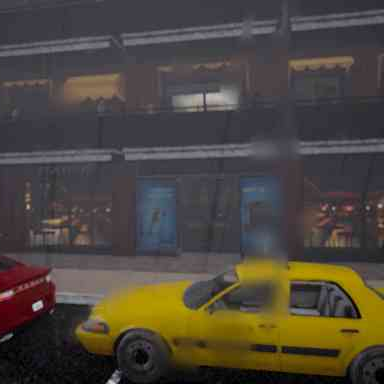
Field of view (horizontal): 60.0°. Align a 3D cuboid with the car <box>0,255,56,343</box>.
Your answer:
[{"bbox_3d":[-4.495,1.560,5.300,4.507,1.381,1.887,0,-1,9],"label":"car"}]

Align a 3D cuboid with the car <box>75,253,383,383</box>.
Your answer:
[{"bbox_3d":[0.937,1.531,4.436,4.829,1.417,1.752,0,-1,9],"label":"car"}]
